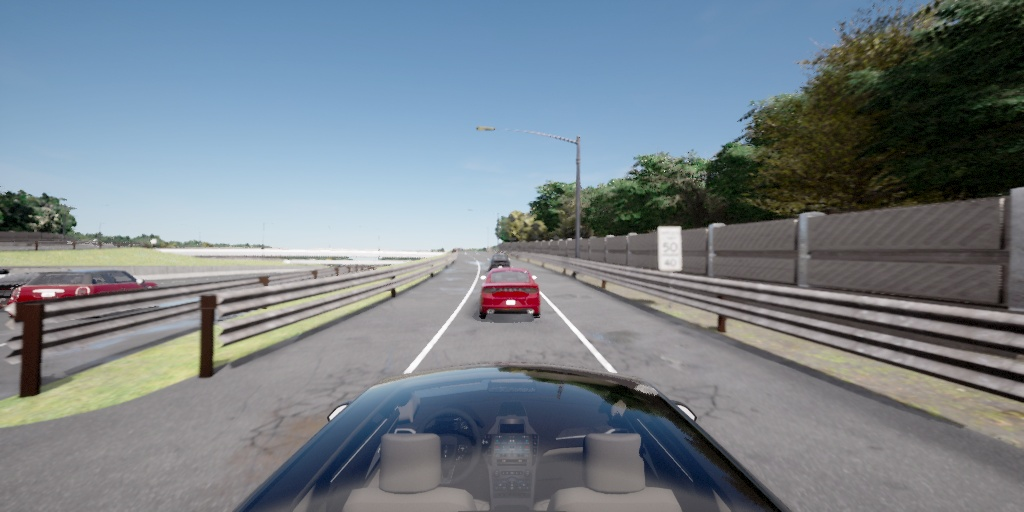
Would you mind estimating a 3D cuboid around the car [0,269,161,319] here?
[{"bbox_3d":[-15.568,1.290,13.542,2.097,1.767,4.553,1,-1,-18],"label":"car"}]

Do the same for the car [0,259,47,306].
[{"bbox_3d":[-23.246,1.136,14.798,2.150,2.045,5.566,1,-1,-18],"label":"car"}]

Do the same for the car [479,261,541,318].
[{"bbox_3d":[-0.108,1.143,12.761,1.882,1.535,5.008,0,1,-2],"label":"car"}]

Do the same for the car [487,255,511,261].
[{"bbox_3d":[-1.168,0.648,32.398,1.837,1.490,4.892,0,2,-4],"label":"car"}]

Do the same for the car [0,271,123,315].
[{"bbox_3d":[-19.800,1.450,15.512,1.837,1.490,4.892,1,-1,-18],"label":"car"}]
